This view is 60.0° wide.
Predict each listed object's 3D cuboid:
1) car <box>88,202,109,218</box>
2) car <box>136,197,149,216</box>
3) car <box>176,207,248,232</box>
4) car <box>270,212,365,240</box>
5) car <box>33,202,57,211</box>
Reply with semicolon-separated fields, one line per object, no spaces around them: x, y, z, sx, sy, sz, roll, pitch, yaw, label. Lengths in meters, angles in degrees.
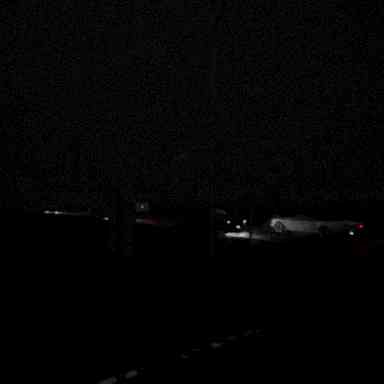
-8.961;1.798;34.189;2.128;1.511;4.902;1;-1;-40;car
-6.834;1.586;36.131;2.150;2.045;5.566;1;-1;-40;car
1.101;1.691;21.615;2.033;1.411;5.357;1;-1;-38;car
6.491;1.726;17.891;1.895;1.301;4.718;1;-1;-34;car
-21.163;2.146;48.050;1.895;1.301;4.718;1;-1;-44;car
